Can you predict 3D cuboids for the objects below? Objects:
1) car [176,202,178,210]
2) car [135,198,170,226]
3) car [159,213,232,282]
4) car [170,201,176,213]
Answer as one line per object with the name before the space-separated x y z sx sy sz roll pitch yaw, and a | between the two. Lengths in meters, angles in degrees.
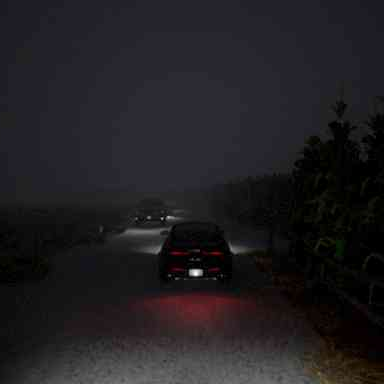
car | -3.111 2.084 51.883 1.812 1.442 4.674 0 -1 0
car | -3.152 1.507 26.441 2.150 2.045 5.566 0 -1 -2
car | 0.094 1.616 10.085 1.837 1.490 4.892 0 0 0
car | -3.185 1.964 37.175 1.994 1.385 4.181 0 -1 0
